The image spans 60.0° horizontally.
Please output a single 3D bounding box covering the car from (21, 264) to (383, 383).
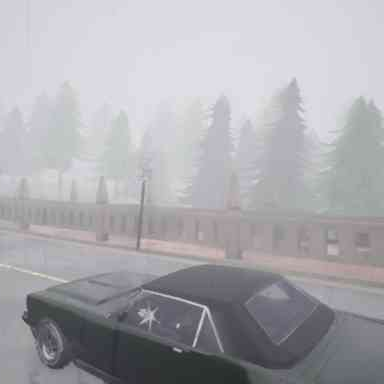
[{"bbox_3d":[-0.028,1.594,4.012,4.718,1.301,1.895,0,0,36],"label":"car"}]
